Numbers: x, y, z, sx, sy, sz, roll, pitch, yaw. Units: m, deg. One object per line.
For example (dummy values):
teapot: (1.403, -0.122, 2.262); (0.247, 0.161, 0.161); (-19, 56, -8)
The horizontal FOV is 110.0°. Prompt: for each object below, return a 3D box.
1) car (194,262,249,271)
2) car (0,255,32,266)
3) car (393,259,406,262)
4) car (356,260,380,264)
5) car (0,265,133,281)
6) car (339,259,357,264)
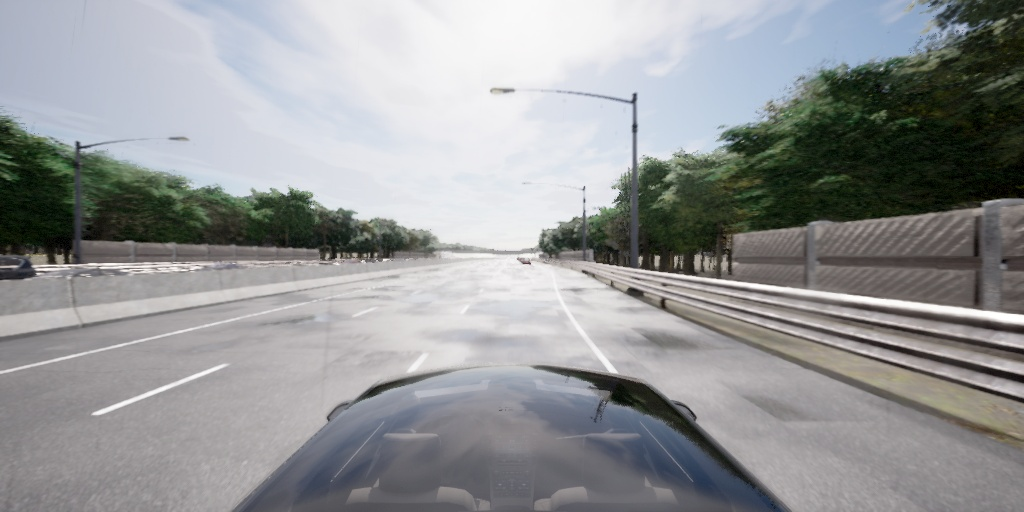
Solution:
car: (-27.356, 1.307, 34.046); (2.033, 1.411, 5.357); (0, 0, -3)
car: (-21.094, 0.972, 12.887); (2.150, 2.045, 5.566); (0, 0, 0)
car: (-17.548, 1.285, 55.926); (1.837, 1.490, 4.892); (0, 0, 0)
car: (-21.053, 1.383, 53.932); (1.895, 1.301, 4.718); (0, 0, 1)
car: (-17.594, 1.229, 14.449); (1.882, 1.535, 5.008); (0, 0, 0)
car: (-24.543, 1.262, 54.678); (1.882, 1.535, 5.008); (0, 0, 0)
